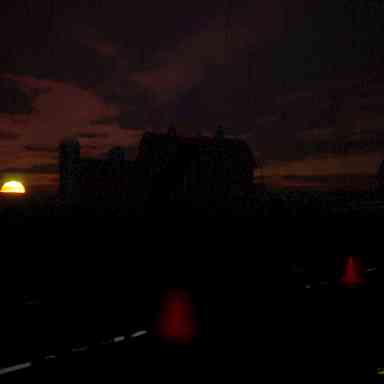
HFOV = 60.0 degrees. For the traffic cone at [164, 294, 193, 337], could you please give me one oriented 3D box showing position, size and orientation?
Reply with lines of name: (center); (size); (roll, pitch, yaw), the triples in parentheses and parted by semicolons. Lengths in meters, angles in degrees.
traffic cone: (-0.221, 1.929, 5.324); (0.340, 0.580, 0.340); (-1, 0, -35)
